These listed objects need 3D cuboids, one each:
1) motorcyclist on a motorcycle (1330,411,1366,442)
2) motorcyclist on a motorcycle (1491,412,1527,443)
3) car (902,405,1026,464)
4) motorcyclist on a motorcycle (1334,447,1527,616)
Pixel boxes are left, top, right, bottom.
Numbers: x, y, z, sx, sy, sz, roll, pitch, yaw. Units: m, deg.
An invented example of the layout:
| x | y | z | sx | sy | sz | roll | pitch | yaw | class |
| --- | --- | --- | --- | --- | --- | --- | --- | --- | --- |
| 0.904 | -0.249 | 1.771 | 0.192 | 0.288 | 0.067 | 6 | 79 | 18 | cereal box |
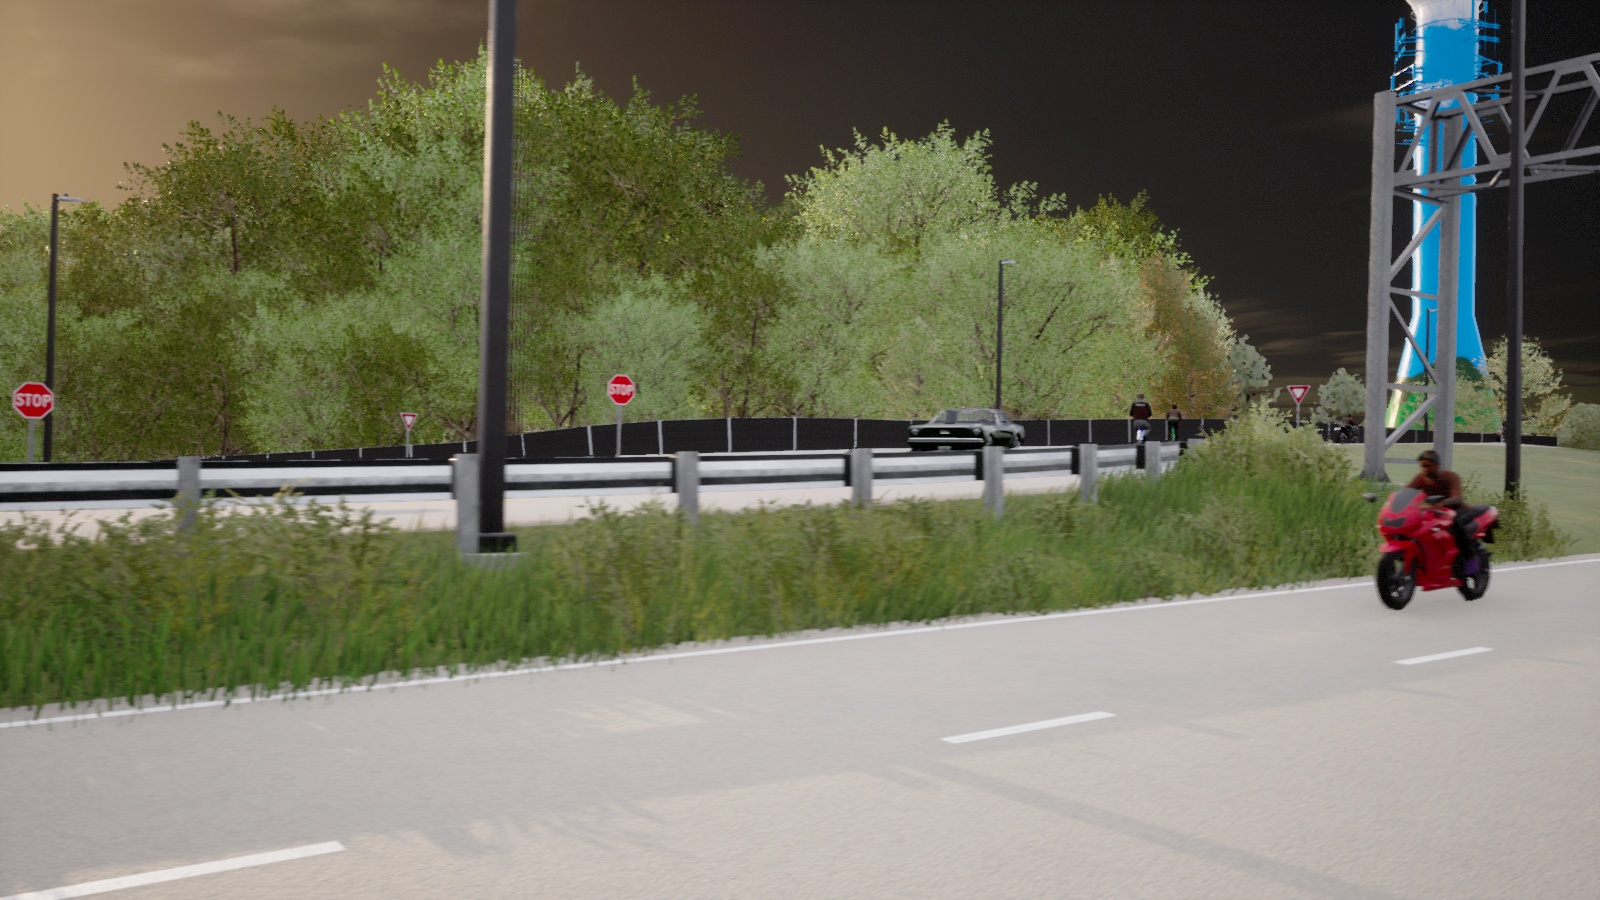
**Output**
| x | y | z | sx | sy | sz | roll | pitch | yaw | class |
| --- | --- | --- | --- | --- | --- | --- | --- | --- | --- |
| 27.632 | -1.181 | 63.333 | 2.044 | 1.523 | 0.797 | -1 | 1 | -38 | motorcyclist on a motorcycle |
| 40.463 | -1.265 | 71.622 | 2.350 | 1.649 | 0.766 | 3 | -2 | -33 | motorcyclist on a motorcycle |
| 4.076 | -0.392 | 30.546 | 1.895 | 1.301 | 4.718 | 0 | 1 | 22 | car |
| 6.147 | 0.734 | 12.200 | 2.044 | 1.523 | 0.797 | 0 | 0 | -35 | motorcyclist on a motorcycle |
